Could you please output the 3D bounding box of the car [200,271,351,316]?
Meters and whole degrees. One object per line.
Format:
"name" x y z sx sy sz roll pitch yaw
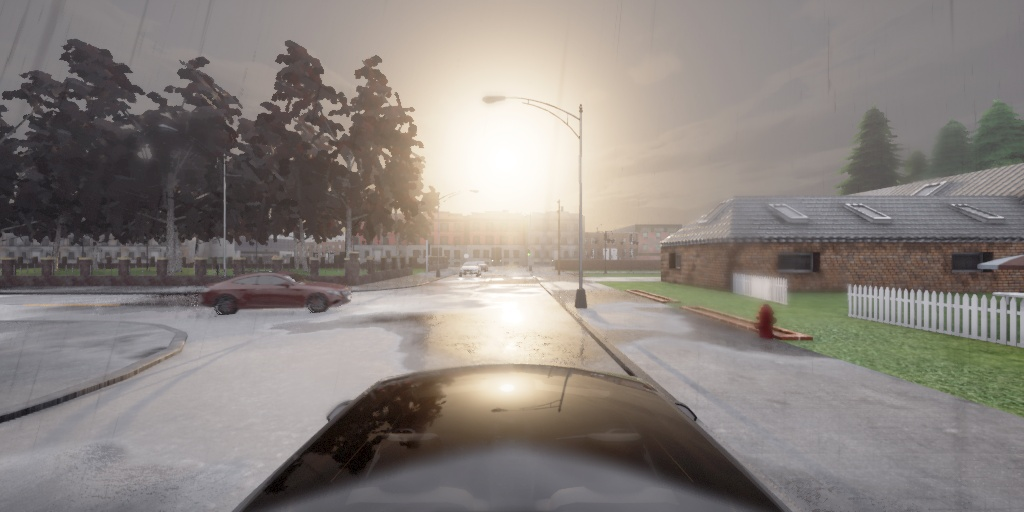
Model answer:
"car" -8.349 1.275 12.937 4.674 1.442 1.812 0 0 -9

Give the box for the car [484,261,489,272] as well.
"car" -4.060 1.276 45.468 1.812 1.442 4.674 0 0 0

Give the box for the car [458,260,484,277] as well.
"car" -4.088 1.276 35.668 1.812 1.442 4.674 0 0 0
